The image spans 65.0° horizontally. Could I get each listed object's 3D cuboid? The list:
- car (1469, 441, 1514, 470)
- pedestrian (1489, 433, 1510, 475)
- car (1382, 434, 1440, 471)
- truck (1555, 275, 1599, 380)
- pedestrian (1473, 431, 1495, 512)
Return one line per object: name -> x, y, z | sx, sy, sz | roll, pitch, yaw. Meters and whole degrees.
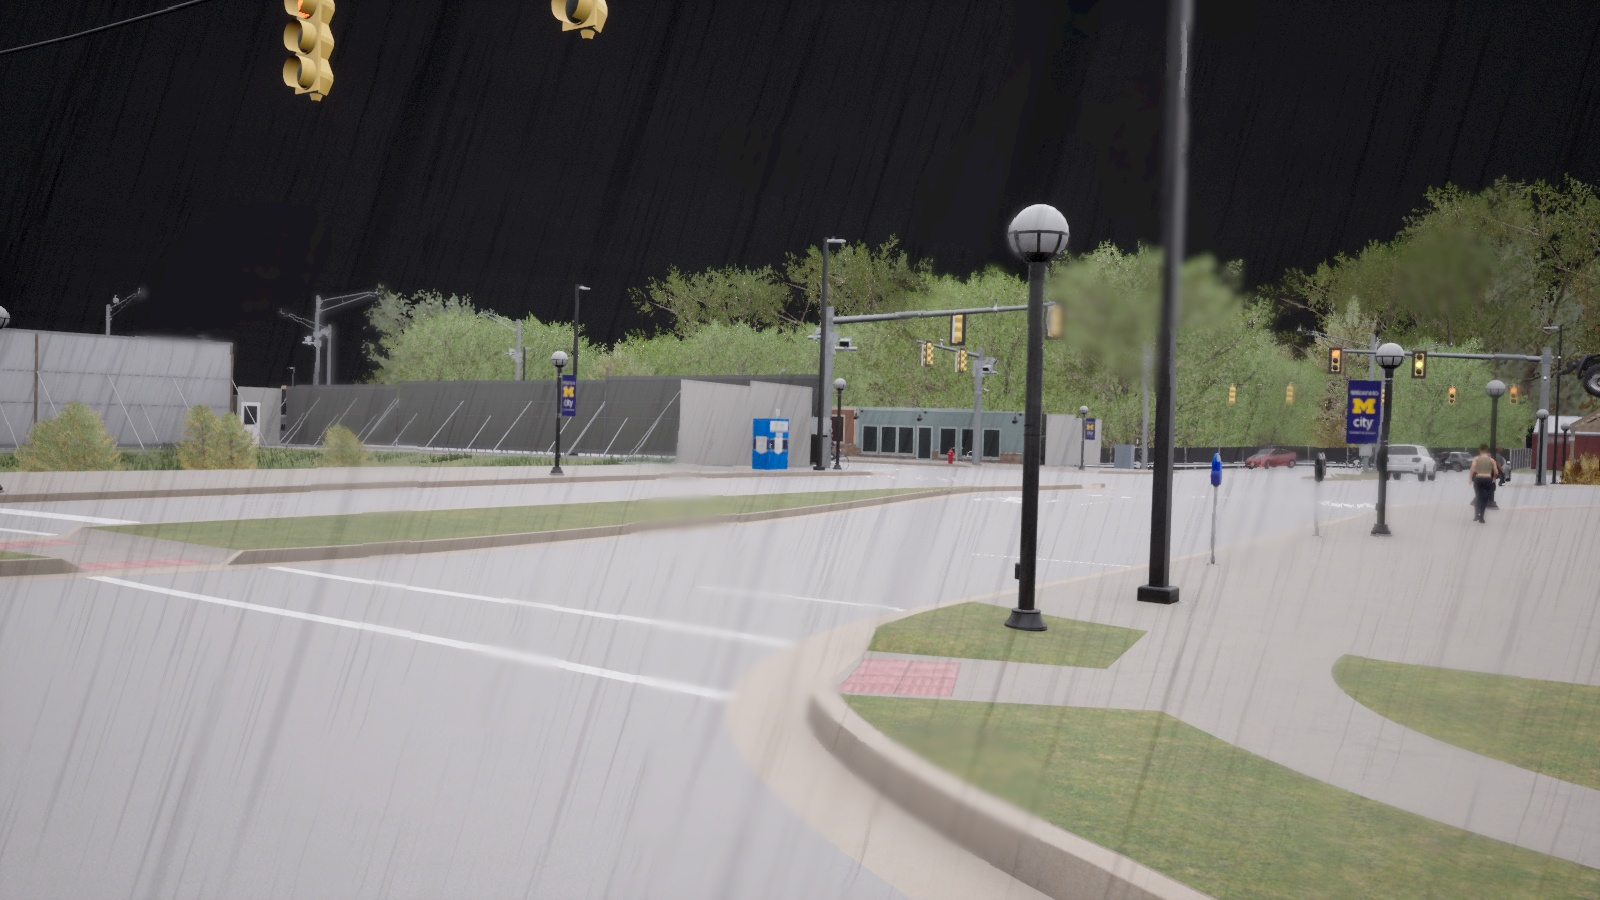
car -> 40.738, 0.294, 73.917 | 1.851, 1.617, 3.988 | 0, 1, 36
pedestrian -> 31.458, 0.185, 56.444 | 0.694, 1.848, 0.540 | 2, 2, 38
car -> 35.005, 0.158, 71.878 | 2.150, 2.045, 5.566 | 0, 0, 35
truck -> 30.150, -4.365, 42.226 | 7.936, 3.462, 2.891 | -3, 2, 32
pedestrian -> 15.728, 0.484, 28.871 | 0.345, 1.836, 0.594 | 2, 2, 34
